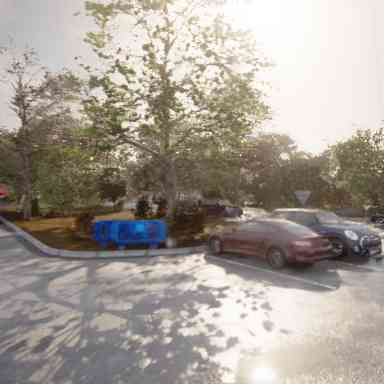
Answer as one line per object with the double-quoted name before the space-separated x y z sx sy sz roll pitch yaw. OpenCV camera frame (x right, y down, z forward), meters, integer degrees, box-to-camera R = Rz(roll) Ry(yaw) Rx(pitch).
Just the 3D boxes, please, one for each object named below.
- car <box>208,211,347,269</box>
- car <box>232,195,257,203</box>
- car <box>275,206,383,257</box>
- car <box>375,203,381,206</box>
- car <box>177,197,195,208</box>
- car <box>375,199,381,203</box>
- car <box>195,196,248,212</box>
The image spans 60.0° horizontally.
"car" 2.508 1.620 11.566 2.002 1.452 4.674 1 -1 -35
"car" 10.529 1.430 66.318 4.674 1.442 1.812 2 -1 -25
"car" 5.065 1.496 13.445 2.185 1.767 4.553 1 -1 -35
"car" 14.429 1.701 21.965 4.718 1.301 1.895 1 2 40
"car" -0.335 1.379 41.330 2.033 1.411 5.357 -2 2 -35
"car" 33.582 1.640 55.274 2.150 2.045 5.566 -2 3 -35
"car" 2.750 1.418 31.572 2.097 1.767 4.553 -2 2 -35
